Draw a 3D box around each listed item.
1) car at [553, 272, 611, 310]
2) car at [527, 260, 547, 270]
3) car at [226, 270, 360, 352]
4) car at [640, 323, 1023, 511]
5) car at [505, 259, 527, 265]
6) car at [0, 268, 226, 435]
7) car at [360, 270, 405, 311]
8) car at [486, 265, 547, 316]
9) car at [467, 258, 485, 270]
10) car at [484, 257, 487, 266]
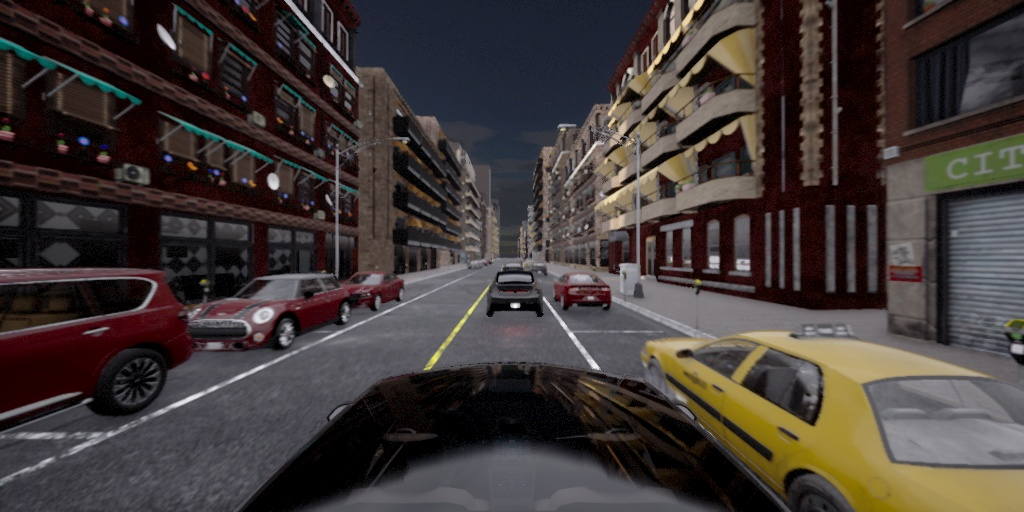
[{"bbox_3d":[2.688,1.302,14.480,1.888,1.381,4.507,0,0,0],"label":"car"},{"bbox_3d":[2.687,1.317,37.025,2.007,1.370,4.403,0,0,0],"label":"car"},{"bbox_3d":[-5.692,1.194,8.847,1.967,1.591,4.097,0,0,0],"label":"car"},{"bbox_3d":[2.689,1.276,3.378,1.751,1.417,4.829,0,0,0],"label":"car"},{"bbox_3d":[0.098,1.242,31.421,1.882,1.535,5.008,0,0,0],"label":"car"},{"bbox_3d":[-5.692,1.066,3.211,2.192,1.841,5.009,0,0,0],"label":"car"},{"bbox_3d":[-5.692,1.302,14.484,1.888,1.381,4.507,0,0,0],"label":"car"},{"bbox_3d":[0.099,1.261,13.353,1.837,1.490,4.892,0,0,0],"label":"car"},{"bbox_3d":[-5.695,1.324,53.937,2.007,1.370,4.403,0,0,0],"label":"car"},{"bbox_3d":[-5.696,1.326,59.574,2.007,1.370,4.403,0,0,0],"label":"car"}]
